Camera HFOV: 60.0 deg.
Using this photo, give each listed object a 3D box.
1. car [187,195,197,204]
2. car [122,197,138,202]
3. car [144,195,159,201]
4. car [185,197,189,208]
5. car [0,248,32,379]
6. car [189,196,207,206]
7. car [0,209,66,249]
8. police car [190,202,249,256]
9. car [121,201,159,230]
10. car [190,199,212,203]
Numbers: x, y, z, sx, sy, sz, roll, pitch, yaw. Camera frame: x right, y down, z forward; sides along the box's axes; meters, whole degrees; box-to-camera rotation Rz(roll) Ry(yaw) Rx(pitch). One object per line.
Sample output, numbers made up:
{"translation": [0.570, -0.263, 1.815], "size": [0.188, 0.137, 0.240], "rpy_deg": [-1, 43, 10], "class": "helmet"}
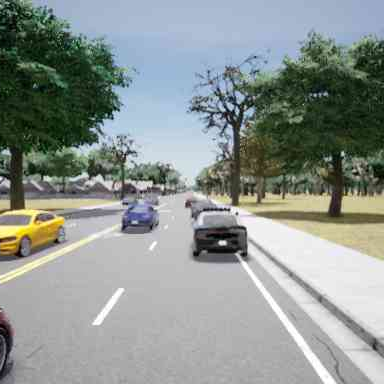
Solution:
{"translation": [-0.005, 1.471, 66.634], "size": [1.882, 1.535, 5.008], "rpy_deg": [0, 0, 0], "class": "car"}
{"translation": [-9.842, 1.535, 53.038], "size": [2.033, 1.411, 5.357], "rpy_deg": [0, 0, 0], "class": "car"}
{"translation": [-6.583, 1.340, 54.316], "size": [2.097, 1.767, 4.553], "rpy_deg": [0, 0, 0], "class": "car"}
{"translation": [-0.002, 1.464, 48.052], "size": [1.882, 1.535, 5.008], "rpy_deg": [0, 0, 0], "class": "car"}
{"translation": [-3.151, 1.523, 2.246], "size": [1.812, 1.442, 4.674], "rpy_deg": [0, 0, 0], "class": "car"}
{"translation": [0.971, 1.333, 28.994], "size": [2.097, 1.767, 4.553], "rpy_deg": [0, 0, 0], "class": "car"}
{"translation": [-6.603, 1.466, 12.973], "size": [1.882, 1.535, 5.008], "rpy_deg": [0, 0, 0], "class": "car"}
{"translation": [0.973, 1.414, 13.133], "size": [1.930, 1.638, 5.238], "rpy_deg": [0, 0, 0], "class": "police car"}
{"translation": [-3.150, 1.510, 20.641], "size": [1.812, 1.442, 4.674], "rpy_deg": [0, 0, 0], "class": "car"}
{"translation": [0.972, 1.489, 23.023], "size": [1.837, 1.490, 4.892], "rpy_deg": [0, 0, 0], "class": "car"}
